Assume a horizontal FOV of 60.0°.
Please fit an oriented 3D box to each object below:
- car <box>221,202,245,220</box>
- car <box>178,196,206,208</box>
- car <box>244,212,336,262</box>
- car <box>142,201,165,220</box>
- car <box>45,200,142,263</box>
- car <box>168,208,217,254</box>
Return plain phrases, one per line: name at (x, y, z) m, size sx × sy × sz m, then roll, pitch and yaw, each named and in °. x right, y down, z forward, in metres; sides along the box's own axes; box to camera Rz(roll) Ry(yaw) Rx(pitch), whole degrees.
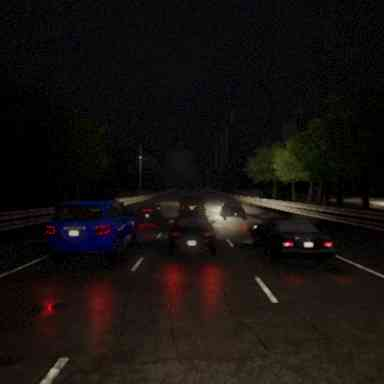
car at (3.518, 1.587, 28.844) m, size 1.812 × 1.442 × 4.674 m, roll 0°, pitch 1°, yaw 1°
car at (0.002, 1.293, 27.548) m, size 2.150 × 2.045 × 5.566 m, roll 0°, pitch 1°, yaw 0°
car at (3.506, 1.631, 12.489) m, size 2.033 × 1.411 × 5.357 m, roll 0°, pitch 0°, yaw 0°
car at (-3.486, 1.570, 28.449) m, size 1.837 × 1.490 × 4.892 m, roll 0°, pitch 1°, yaw 1°
car at (-3.493, 1.308, 12.550) m, size 2.150 × 2.045 × 5.566 m, roll 0°, pitch 0°, yaw 0°
car at (0.023, 1.612, 13.875) m, size 1.812 × 1.442 × 4.674 m, roll 0°, pitch 0°, yaw 1°
